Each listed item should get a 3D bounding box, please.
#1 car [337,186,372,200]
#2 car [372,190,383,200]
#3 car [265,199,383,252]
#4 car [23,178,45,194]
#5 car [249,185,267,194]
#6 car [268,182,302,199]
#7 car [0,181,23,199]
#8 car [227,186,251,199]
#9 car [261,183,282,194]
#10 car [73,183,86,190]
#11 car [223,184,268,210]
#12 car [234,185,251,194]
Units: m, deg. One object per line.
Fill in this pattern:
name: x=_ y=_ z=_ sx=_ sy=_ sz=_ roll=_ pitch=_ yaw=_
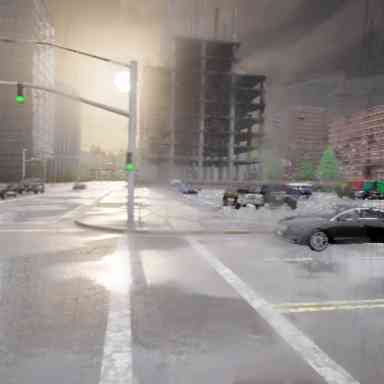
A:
car: x=22.803 y=0.074 z=47.472 sx=1.932 sy=1.855 sz=4.605 roll=1 pitch=2 yaw=-11
car: x=25.657 y=0.339 z=47.947 sx=1.784 sy=1.438 sz=3.905 roll=1 pitch=2 yaw=-11
car: x=5.463 y=1.200 z=11.990 sx=4.902 sy=1.511 sz=2.128 roll=1 pitch=2 yaw=-10
car: x=-20.873 y=-0.804 z=43.562 sx=2.150 sy=2.045 sz=5.566 roll=1 pitch=2 yaw=-11
car: x=11.962 y=-0.437 z=60.715 sx=1.784 sy=1.438 sz=3.905 roll=1 pitch=2 yaw=-11
car: x=6.744 y=0.394 z=26.626 sx=1.905 sy=1.878 sz=3.866 roll=1 pitch=2 yaw=-11
car: x=-18.959 y=-0.144 z=33.174 sx=1.882 sy=1.535 sz=5.008 roll=1 pitch=2 yaw=-11
car: x=6.206 y=0.015 z=44.291 sx=1.970 sy=1.475 sz=3.806 roll=1 pitch=2 yaw=-11
car: x=14.596 y=-0.601 z=61.250 sx=1.932 sy=1.855 sz=4.605 roll=1 pitch=2 yaw=-11
car: x=-20.562 y=-1.047 z=60.877 sx=1.994 sy=1.385 sz=4.181 roll=1 pitch=2 yaw=-11
car: x=3.889 y=0.337 z=26.149 sx=1.932 sy=1.855 sz=4.605 roll=1 pitch=2 yaw=-11
car: x=9.116 y=-0.458 z=60.186 sx=1.970 sy=1.475 sz=3.806 roll=1 pitch=2 yaw=-11
